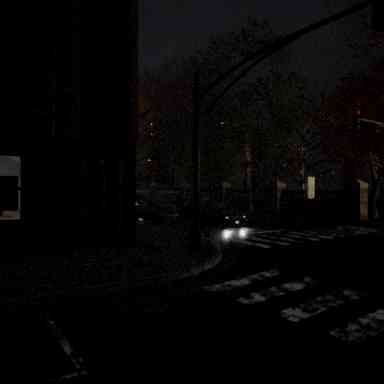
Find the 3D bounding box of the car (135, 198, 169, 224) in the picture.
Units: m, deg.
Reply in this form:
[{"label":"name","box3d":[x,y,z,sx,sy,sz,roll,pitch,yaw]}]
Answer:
[{"label":"car","box3d":[-2.411,1.249,21.118,1.802,1.307,4.206,2,0,-36]}]

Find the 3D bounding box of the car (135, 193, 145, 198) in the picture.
[{"label":"car","box3d":[-5.061,0.883,29.152,2.097,1.767,4.553,0,1,-36]}]

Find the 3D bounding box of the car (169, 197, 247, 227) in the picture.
[{"label":"car","box3d":[0.995,1.262,20.805,2.033,1.411,5.357,0,1,-36]}]

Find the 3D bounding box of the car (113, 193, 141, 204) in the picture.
[{"label":"car","box3d":[-8.647,0.850,43.956,2.008,1.369,4.403,1,0,-36]}]

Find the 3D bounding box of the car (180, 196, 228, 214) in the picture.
[{"label":"car","box3d":[1.018,1.115,30.656,1.752,1.417,4.829,1,0,-36]}]
